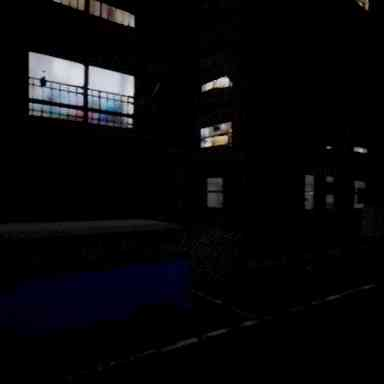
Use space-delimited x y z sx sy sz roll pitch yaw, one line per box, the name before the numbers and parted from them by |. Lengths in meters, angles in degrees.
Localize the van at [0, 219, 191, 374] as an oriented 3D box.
van | -1.919 1.355 5.184 3.998 1.788 1.690 1 0 -35
